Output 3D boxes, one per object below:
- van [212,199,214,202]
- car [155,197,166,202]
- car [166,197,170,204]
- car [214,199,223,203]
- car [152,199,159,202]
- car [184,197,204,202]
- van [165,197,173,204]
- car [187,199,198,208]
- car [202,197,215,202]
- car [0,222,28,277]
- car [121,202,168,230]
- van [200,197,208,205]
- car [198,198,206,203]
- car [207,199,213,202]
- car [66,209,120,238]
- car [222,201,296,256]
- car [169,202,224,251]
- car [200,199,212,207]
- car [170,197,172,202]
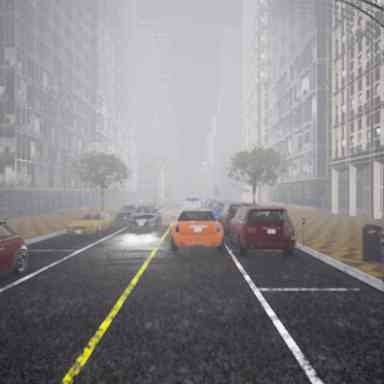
[{"bbox_3d":[2.683,1.569,24.952,1.690,1.788,3.998,-1,-1,0],"label":"van"},{"bbox_3d":[-5.694,1.923,53.369,1.967,1.590,4.097,-1,-1,0],"label":"car"},{"bbox_3d":[-5.694,1.848,59.054,2.192,1.841,5.009,-1,-1,0],"label":"car"},{"bbox_3d":[2.682,1.492,19.270,2.192,1.841,5.009,-1,-1,0],"label":"car"},{"bbox_3d":[-5.694,1.932,42.001,2.008,1.369,4.403,-1,-1,0],"label":"car"},{"bbox_3d":[0.105,1.611,43.310,2.150,2.045,5.566,0,-1,1],"label":"car"},{"bbox_3d":[-5.691,2.075,81.788,1.690,1.788,3.998,-1,-1,0],"label":"van"},{"bbox_3d":[0.106,2.021,60.175,1.882,1.535,5.008,0,-1,0],"label":"car"},{"bbox_3d":[2.685,1.822,42.002,1.967,1.590,4.097,-1,-1,0],"label":"car"},{"bbox_3d":[-5.698,1.513,7.901,1.967,1.590,4.097,-1,-1,0],"label":"car"},{"bbox_3d":[-3.096,1.700,22.745,2.128,1.511,4.902,0,-1,0],"label":"car"},{"bbox_3d":[2.688,2.026,76.104,1.690,1.788,3.998,-1,0,0],"label":"van"},{"bbox_3d":[2.745,2.397,93.151,1.947,1.339,4.313,-1,0,0],"label":"car"},{"bbox_3d":[2.685,1.720,30.635,1.967,1.590,4.097,-1,-1,0],"label":"car"},{"bbox_3d":[-5.696,1.700,19.098,1.752,1.417,4.829,-1,-1,0],"label":"car"},{"bbox_3d":[2.681,1.440,13.586,2.192,1.841,5.009,-1,-1,0],"label":"car"},{"bbox_3d":[0.161,1.489,14.895,2.097,1.767,4.553,0,-1,-2],"label":"car"},{"bbox_3d":[2.689,2.135,64.734,2.008,1.369,4.403,-1,-1,0],"label":"car"},{"bbox_3d":[-5.690,2.267,76.103,1.802,1.307,4.206,-1,-1,0],"label":"car"}]
